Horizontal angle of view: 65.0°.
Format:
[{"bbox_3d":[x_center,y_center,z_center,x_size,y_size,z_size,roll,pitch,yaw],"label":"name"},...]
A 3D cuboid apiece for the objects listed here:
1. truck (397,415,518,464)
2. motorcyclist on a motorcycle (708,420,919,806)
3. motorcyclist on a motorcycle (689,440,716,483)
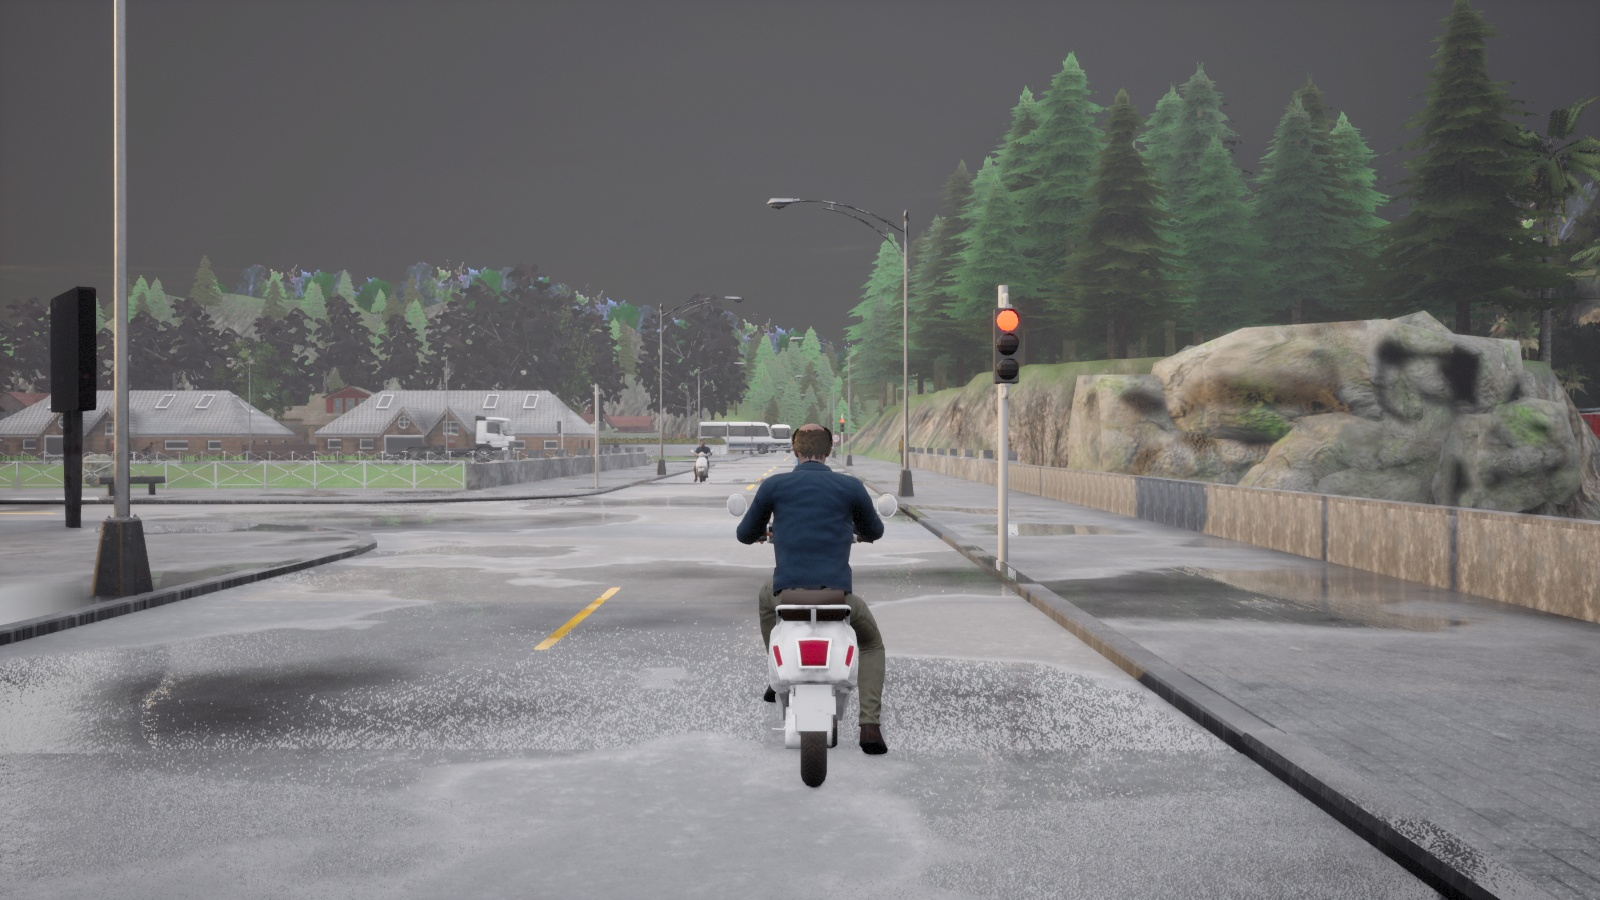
[{"bbox_3d":[-24.602,-0.765,90.394,7.936,3.462,2.891,0,0,0],"label":"truck"},{"bbox_3d":[0.059,0.666,6.070,0.866,1.590,1.817,0,0,0],"label":"motorcyclist on a motorcycle"},{"bbox_3d":[-3.717,0.426,48.000,0.866,1.590,1.817,0,0,0],"label":"motorcyclist on a motorcycle"}]
